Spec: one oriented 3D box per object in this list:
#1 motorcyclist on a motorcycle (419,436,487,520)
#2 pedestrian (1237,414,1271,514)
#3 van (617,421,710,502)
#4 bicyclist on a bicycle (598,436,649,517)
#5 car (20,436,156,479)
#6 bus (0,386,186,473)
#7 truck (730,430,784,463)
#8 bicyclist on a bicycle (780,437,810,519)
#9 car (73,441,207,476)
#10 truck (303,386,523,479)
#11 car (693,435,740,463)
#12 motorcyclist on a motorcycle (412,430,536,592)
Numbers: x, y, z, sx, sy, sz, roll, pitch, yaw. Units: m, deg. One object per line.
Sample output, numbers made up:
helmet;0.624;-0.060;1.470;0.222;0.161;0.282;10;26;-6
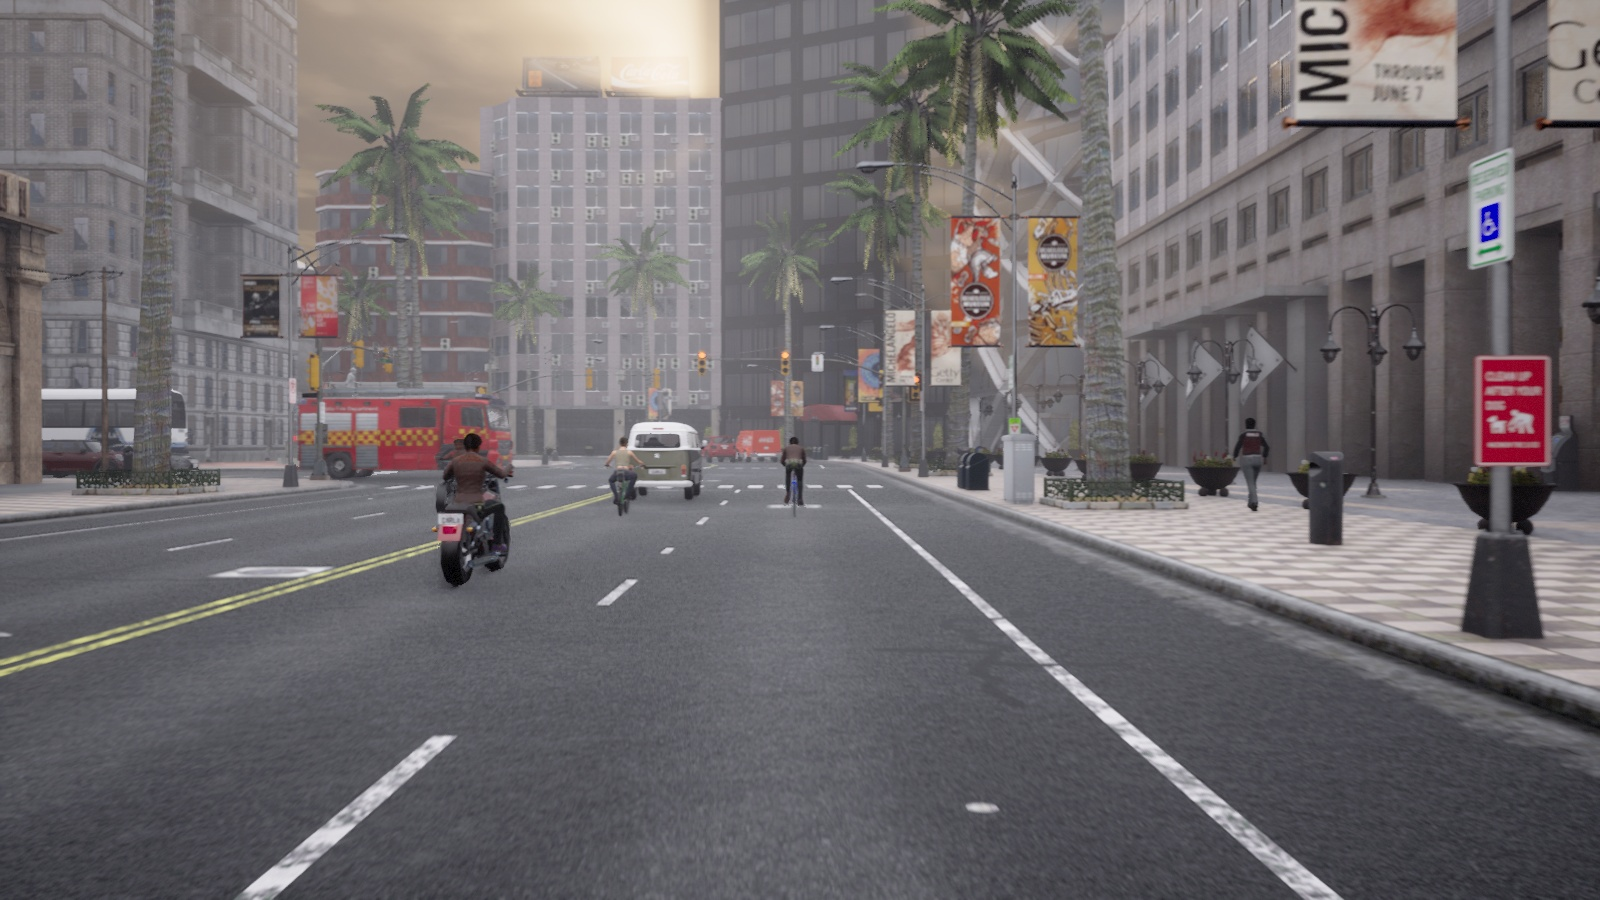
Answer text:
motorcyclist on a motorcycle;-7.101;0.548;25.826;0.766;1.649;2.350;0;0;0
pedestrian;8.905;0.268;24.643;0.402;1.930;0.666;0;0;0
van;-3.625;0.276;34.095;2.069;2.038;4.480;0;0;0
bicyclist on a bicycle;-3.604;0.536;25.777;0.866;1.612;1.509;0;0;-1
car;-29.950;0.293;52.911;4.553;1.767;2.097;0;0;0
bus;-37.097;-1.005;63.350;10.273;4.253;3.944;0;0;0
truck;-3.381;-0.290;97.162;2.627;2.467;5.204;0;0;-21
bicyclist on a bicycle;-0.100;0.554;25.820;0.582;1.620;1.656;0;0;0
car;-29.582;0.370;56.408;4.902;1.511;2.128;0;0;0
truck;-16.352;-0.728;53.435;8.468;3.827;2.891;0;0;2
car;-6.386;-0.075;95.289;2.150;2.045;5.566;0;0;-19
motorcyclist on a motorcycle;-3.565;0.616;13.938;0.766;1.649;2.350;0;0;0
